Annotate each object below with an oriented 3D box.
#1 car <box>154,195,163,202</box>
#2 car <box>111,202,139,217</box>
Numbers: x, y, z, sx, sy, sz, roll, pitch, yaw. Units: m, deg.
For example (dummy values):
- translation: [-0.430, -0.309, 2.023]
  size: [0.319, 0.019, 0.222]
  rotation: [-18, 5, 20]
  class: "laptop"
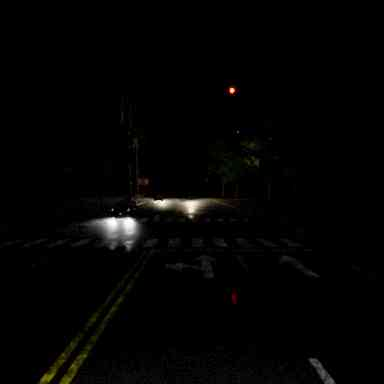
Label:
- translation: [-7.552, 1.477, 75.292]
  size: [1.812, 1.442, 4.674]
  rotation: [0, 0, -4]
  class: "car"
- translation: [-6.310, 1.624, 31.673]
  size: [1.895, 1.301, 4.718]
  rotation: [0, 0, 1]
  class: "car"
